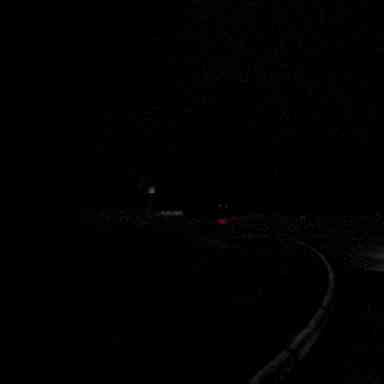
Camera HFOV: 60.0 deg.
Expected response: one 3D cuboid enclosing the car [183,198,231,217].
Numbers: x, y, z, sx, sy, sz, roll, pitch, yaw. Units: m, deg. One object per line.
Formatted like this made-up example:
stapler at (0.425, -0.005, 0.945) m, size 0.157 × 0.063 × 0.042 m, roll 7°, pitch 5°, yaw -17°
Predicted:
car at (1.304, 1.330, 30.897) m, size 4.553 × 1.767 × 2.097 m, roll 0°, pitch 0°, yaw 37°
